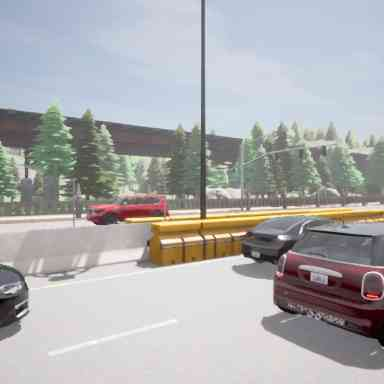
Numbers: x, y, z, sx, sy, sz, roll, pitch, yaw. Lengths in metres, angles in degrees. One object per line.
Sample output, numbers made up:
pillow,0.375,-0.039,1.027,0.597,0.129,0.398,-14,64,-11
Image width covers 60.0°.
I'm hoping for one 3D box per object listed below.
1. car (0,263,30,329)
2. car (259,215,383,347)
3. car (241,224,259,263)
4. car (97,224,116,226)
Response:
car,-4.938,1.492,4.523,4.902,1.511,2.128,0,0,-35
car,3.688,1.352,6.378,4.553,1.767,2.097,0,0,-36
car,3.744,1.504,10.714,4.892,1.490,1.837,0,0,-36
car,-4.196,1.212,22.375,5.566,2.045,2.150,0,0,-35
